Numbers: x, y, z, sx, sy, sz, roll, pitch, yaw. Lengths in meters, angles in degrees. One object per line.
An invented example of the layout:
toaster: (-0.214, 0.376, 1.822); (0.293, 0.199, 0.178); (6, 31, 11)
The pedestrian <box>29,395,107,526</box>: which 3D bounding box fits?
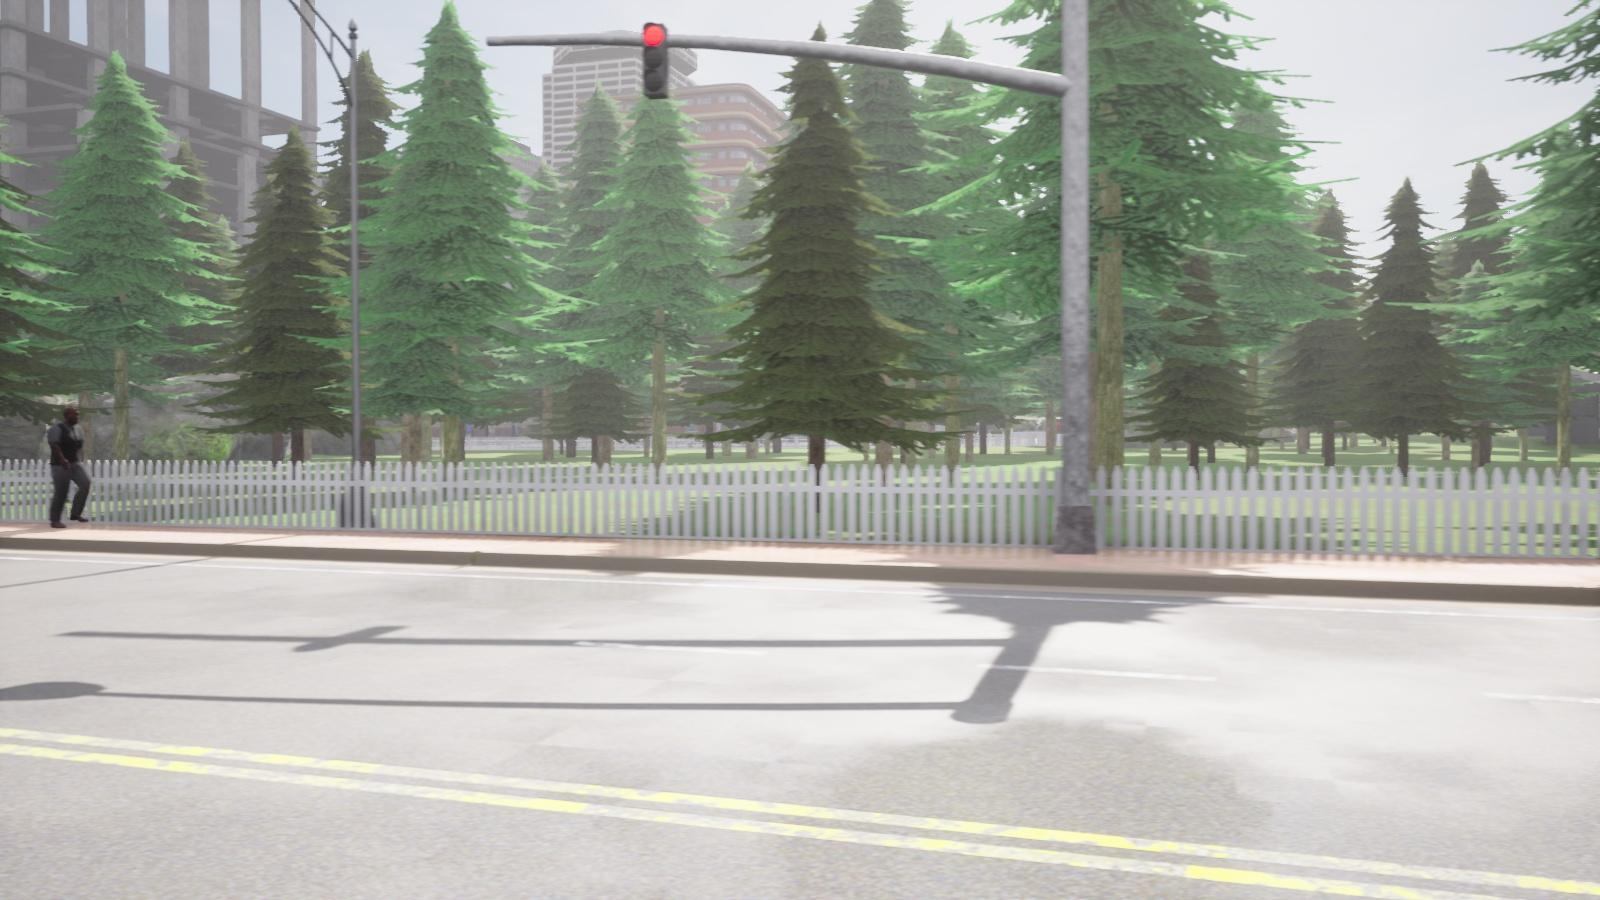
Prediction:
pedestrian: (-10.751, 0.149, 18.447); (0.849, 1.883, 0.563); (1, 1, 19)
